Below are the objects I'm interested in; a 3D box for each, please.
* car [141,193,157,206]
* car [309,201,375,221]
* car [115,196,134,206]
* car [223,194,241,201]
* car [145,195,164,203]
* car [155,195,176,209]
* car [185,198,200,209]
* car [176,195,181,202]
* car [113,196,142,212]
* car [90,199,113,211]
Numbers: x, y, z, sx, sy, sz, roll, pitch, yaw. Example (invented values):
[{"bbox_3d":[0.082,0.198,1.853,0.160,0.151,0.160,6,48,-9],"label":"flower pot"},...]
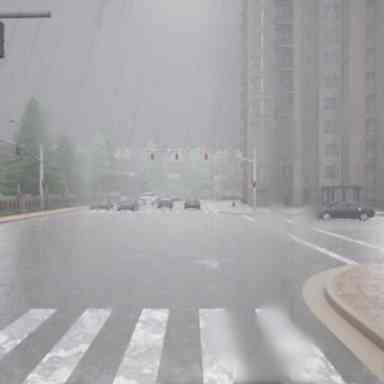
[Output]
[{"bbox_3d":[-7.022,1.115,52.546,2.150,2.045,5.566,0,0,2],"label":"car"},{"bbox_3d":[11.824,1.508,26.425,4.892,1.490,1.837,0,0,0],"label":"car"},{"bbox_3d":[-10.495,1.423,52.084,1.812,1.442,4.674,0,1,2],"label":"car"},{"bbox_3d":[9.483,1.344,78.733,4.892,1.490,1.837,0,0,-33],"label":"car"},{"bbox_3d":[-7.683,1.389,68.442,1.812,1.442,4.674,0,0,21],"label":"car"},{"bbox_3d":[-3.487,1.437,44.706,1.812,1.442,4.674,0,0,0],"label":"car"},{"bbox_3d":[0.027,1.476,44.352,1.994,1.385,4.181,0,0,0],"label":"car"},{"bbox_3d":[-3.797,1.390,68.486,1.812,1.442,4.674,0,1,25],"label":"car"},{"bbox_3d":[-7.143,1.430,37.369,1.837,1.490,4.892,0,0,-1],"label":"car"},{"bbox_3d":[-10.653,1.485,39.537,1.994,1.385,4.181,0,0,0],"label":"car"}]
